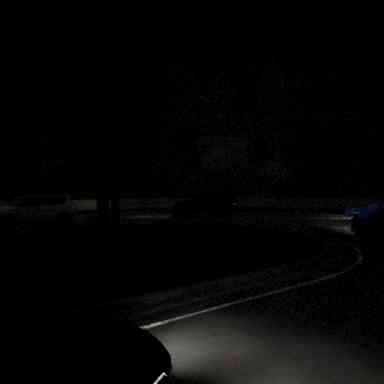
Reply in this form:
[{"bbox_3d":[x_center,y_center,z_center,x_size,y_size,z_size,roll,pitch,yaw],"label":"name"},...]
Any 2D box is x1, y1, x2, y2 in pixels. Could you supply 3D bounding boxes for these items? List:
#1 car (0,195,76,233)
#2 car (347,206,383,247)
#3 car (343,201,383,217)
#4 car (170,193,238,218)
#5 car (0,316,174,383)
[{"bbox_3d":[-9.797,1.189,20.118,2.150,2.045,5.566,-2,0,38],"label":"car"},{"bbox_3d":[8.380,1.471,14.033,1.895,1.301,4.718,0,0,9],"label":"car"},{"bbox_3d":[13.222,1.339,22.735,2.033,1.411,5.357,0,0,-30],"label":"car"},{"bbox_3d":[1.006,1.075,27.635,5.566,2.045,2.150,0,-1,12],"label":"car"},{"bbox_3d":[-2.274,1.533,2.085,4.674,1.442,1.812,0,0,-36],"label":"car"}]
